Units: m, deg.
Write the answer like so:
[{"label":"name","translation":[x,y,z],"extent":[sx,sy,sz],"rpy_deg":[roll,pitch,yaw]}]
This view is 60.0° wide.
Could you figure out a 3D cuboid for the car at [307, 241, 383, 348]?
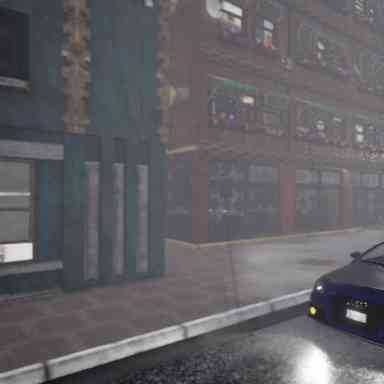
[{"label":"car","translation":[3.950,1.586,5.884],"extent":[4.181,1.385,1.994],"rpy_deg":[0,0,-36]}]
